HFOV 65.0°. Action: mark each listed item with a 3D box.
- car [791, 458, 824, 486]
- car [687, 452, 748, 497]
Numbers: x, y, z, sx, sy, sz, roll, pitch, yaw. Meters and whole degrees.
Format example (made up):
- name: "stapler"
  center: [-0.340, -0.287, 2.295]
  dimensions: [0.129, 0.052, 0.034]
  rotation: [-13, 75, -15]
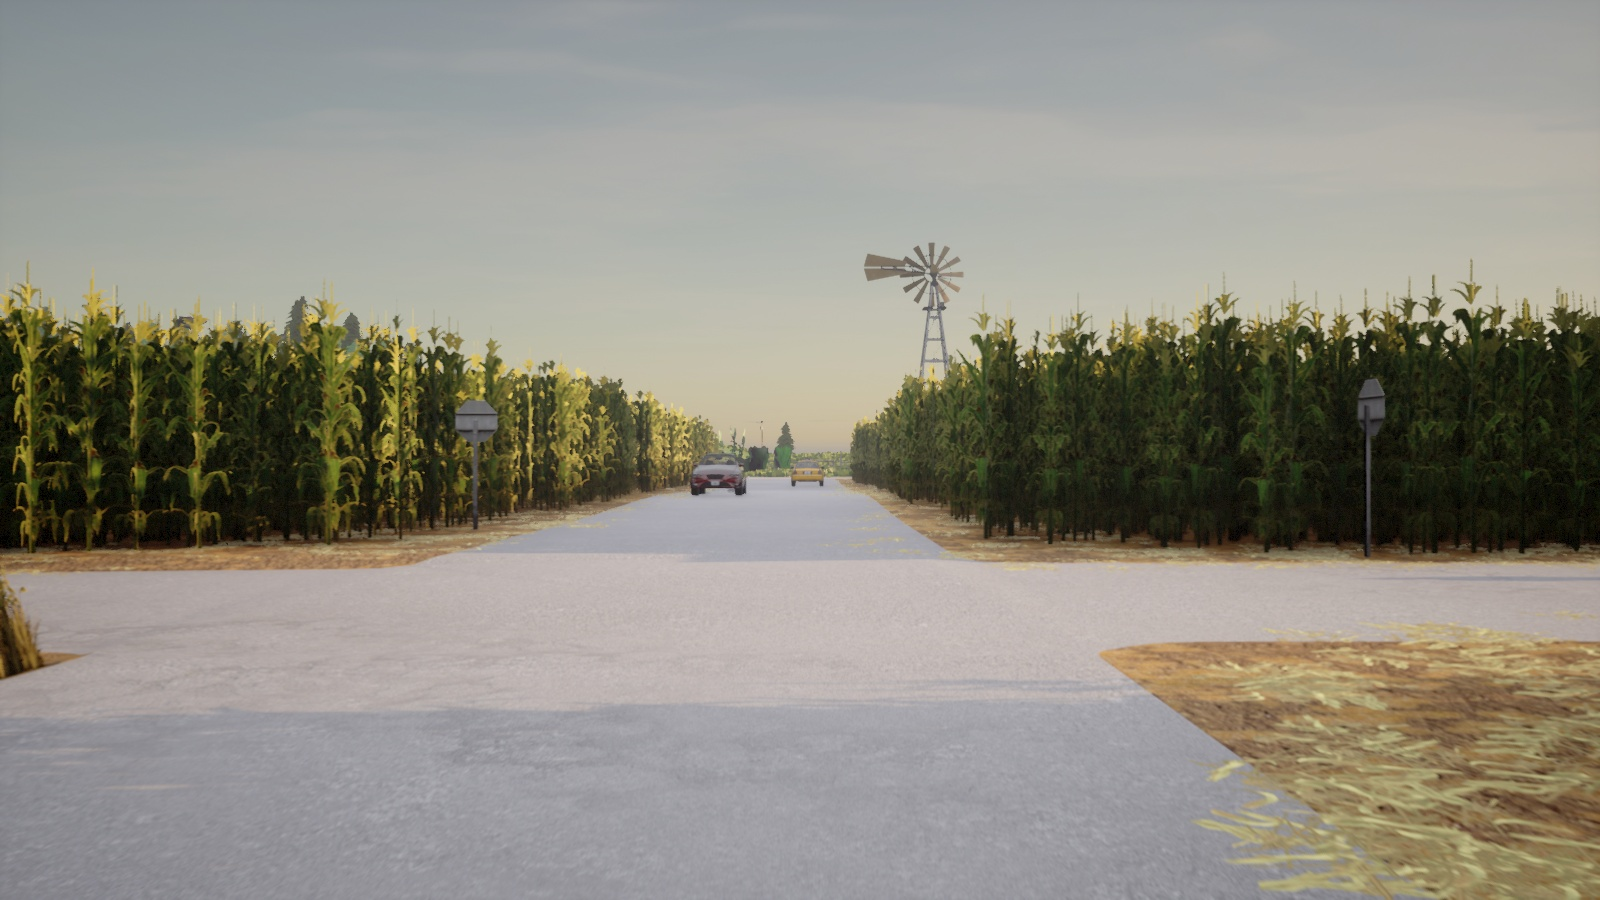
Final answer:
- name: "car"
  center: [0.424, 1.235, 71.614]
  dimensions: [1.801, 1.575, 5.366]
  rotation: [0, 0, 0]
- name: "car"
  center: [-2.834, 0.843, 43.970]
  dimensions: [1.816, 1.474, 4.193]
  rotation: [0, -1, 0]
